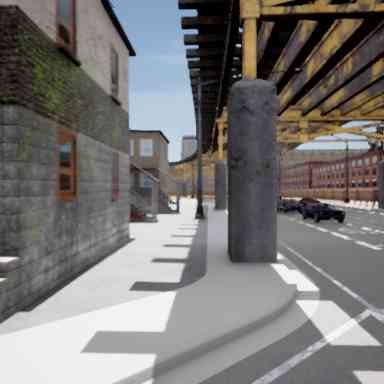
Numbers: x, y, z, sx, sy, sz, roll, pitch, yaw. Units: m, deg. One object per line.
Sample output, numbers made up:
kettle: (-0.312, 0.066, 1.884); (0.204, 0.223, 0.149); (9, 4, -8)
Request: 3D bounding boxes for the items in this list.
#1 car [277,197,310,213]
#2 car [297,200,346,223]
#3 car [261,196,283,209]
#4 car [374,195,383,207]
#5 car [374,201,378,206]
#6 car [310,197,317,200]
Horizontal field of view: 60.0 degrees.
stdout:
car: (10.020, 1.388, 34.168); (2.033, 1.411, 5.357); (0, 0, 3)
car: (9.518, 1.478, 24.462); (1.895, 1.301, 4.718); (0, 0, 3)
car: (10.471, 1.308, 43.857); (1.837, 1.490, 4.892); (0, 1, 3)
car: (26.297, 1.199, 42.841); (4.974, 1.542, 2.038); (0, 0, 33)
car: (26.340, 1.041, 42.813); (4.536, 1.218, 1.853); (0, 0, 33)
car: (14.008, 1.330, 40.025); (1.812, 1.442, 4.674); (0, 0, 3)
